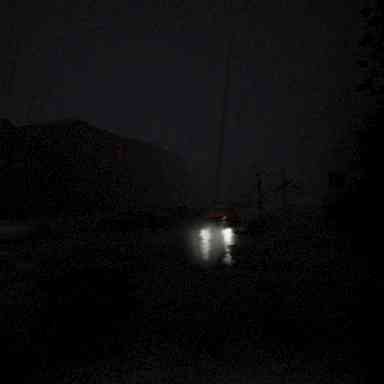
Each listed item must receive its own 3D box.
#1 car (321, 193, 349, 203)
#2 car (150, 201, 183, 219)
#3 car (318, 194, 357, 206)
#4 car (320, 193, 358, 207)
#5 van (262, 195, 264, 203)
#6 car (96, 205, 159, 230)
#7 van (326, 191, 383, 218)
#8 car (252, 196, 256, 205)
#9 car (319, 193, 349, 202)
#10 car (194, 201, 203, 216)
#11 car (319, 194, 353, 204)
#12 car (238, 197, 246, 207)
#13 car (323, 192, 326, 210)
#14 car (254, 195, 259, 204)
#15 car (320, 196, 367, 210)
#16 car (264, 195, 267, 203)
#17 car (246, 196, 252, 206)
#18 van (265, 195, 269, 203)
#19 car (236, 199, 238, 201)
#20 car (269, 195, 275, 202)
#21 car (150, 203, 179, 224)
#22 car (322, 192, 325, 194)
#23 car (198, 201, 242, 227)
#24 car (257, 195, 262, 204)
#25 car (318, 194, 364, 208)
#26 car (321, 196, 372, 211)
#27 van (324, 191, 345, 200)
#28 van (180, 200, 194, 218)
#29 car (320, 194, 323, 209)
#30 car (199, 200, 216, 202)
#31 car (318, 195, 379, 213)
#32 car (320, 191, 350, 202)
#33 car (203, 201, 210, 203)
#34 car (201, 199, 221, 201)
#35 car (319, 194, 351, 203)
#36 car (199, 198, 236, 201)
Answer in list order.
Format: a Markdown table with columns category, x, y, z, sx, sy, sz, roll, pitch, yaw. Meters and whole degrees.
| category | x | y | z | sx | sy | sz | roll | pitch | yaw |
| --- | --- | --- | --- | --- | --- | --- | --- | --- | --- |
| car | 27.851 | 1.098 | 65.019 | 4.553 | 1.767 | 2.185 | -2 | -1 | 3 |
| car | -3.474 | 2.088 | 33.191 | 4.553 | 1.767 | 2.185 | -4 | -2 | -2 |
| car | 22.372 | 1.233 | 51.263 | 5.008 | 1.535 | 2.097 | -2 | -1 | 1 |
| car | 21.351 | 1.106 | 48.490 | 4.553 | 1.767 | 2.185 | -2 | -1 | 1 |
| van | 13.874 | 2.017 | 78.326 | 4.442 | 1.987 | 1.878 | -4 | -2 | 3 |
| car | -5.442 | 2.234 | 27.534 | 4.792 | 1.488 | 2.163 | -4 | -1 | -3 |
| van | 13.372 | 0.971 | 26.132 | 4.442 | 1.987 | 1.878 | -2 | -1 | -2 |
| car | 10.267 | 2.262 | 69.984 | 4.892 | 1.521 | 2.231 | -4 | -1 | 2 |
| car | 30.004 | 1.217 | 70.492 | 5.366 | 1.575 | 1.946 | -2 | -1 | 3 |
| car | -1.520 | 2.232 | 38.918 | 4.892 | 1.521 | 2.231 | -4 | -2 | -1 |
| car | 24.569 | 1.260 | 56.781 | 4.792 | 1.488 | 2.163 | -2 | -1 | 2 |
| car | 6.850 | 2.265 | 61.586 | 5.008 | 1.535 | 2.097 | -4 | -1 | 1 |
| car | 14.379 | 1.076 | 28.952 | 4.553 | 1.767 | 2.185 | -2 | -1 | -1 |
| car | 11.410 | 2.259 | 72.778 | 5.008 | 1.535 | 2.097 | -4 | -2 | 3 |
| car | 18.264 | 1.265 | 40.153 | 4.674 | 1.452 | 2.002 | -2 | -1 | 0 |
| car | 14.931 | 2.276 | 81.090 | 4.792 | 1.488 | 2.163 | -4 | -1 | 3 |
| car | 9.120 | 2.137 | 67.191 | 4.553 | 1.767 | 2.185 | -4 | -1 | 2 |
| van | 16.250 | 2.006 | 83.863 | 4.442 | 1.987 | 1.878 | -4 | -2 | 3 |
| car | 4.649 | 2.263 | 55.963 | 5.008 | 1.535 | 2.097 | -4 | -2 | 1 |
| car | 18.486 | 1.978 | 89.384 | 5.566 | 2.045 | 2.435 | -4 | -1 | 3 |
| car | -4.183 | 2.185 | 30.323 | 5.366 | 1.575 | 1.946 | -4 | -2 | -2 |
| car | 19.233 | 1.104 | 42.942 | 4.553 | 1.767 | 2.185 | -2 | -1 | 0 |
| car | 2.287 | 1.758 | 25.568 | 1.882 | 1.535 | 5.008 | -3 | -1 | 17 |
| car | 12.406 | 2.264 | 75.554 | 5.366 | 1.575 | 1.946 | -4 | -1 | 3 |
| car | 20.474 | 1.221 | 45.720 | 5.366 | 1.575 | 1.946 | -2 | -1 | 1 |
| car | 17.279 | 1.261 | 37.360 | 4.674 | 1.452 | 2.002 | -2 | -1 | 0 |
| van | 35.931 | 0.960 | 84.162 | 4.442 | 1.987 | 1.878 | -2 | -1 | 3 |
| van | -2.382 | 1.989 | 36.066 | 4.442 | 1.987 | 1.878 | -4 | -2 | -2 |
| car | 15.541 | 1.198 | 31.763 | 5.366 | 1.575 | 1.946 | -2 | -1 | -1 |
| car | 0.476 | 2.285 | 44.621 | 4.674 | 1.452 | 2.002 | -4 | -2 | -1 |
| car | 16.126 | 1.219 | 34.554 | 5.366 | 1.575 | 1.946 | -2 | -1 | -1 |
| car | 31.372 | 0.954 | 73.227 | 5.566 | 2.045 | 2.435 | -2 | -1 | 3 |
| car | -0.522 | 2.278 | 41.766 | 4.674 | 1.452 | 2.002 | -4 | -1 | -1 |
| car | 2.535 | 2.295 | 50.297 | 4.674 | 1.452 | 2.002 | -4 | -1 | 0 |
| car | 26.746 | 1.227 | 62.277 | 5.008 | 1.535 | 2.097 | -2 | -1 | 3 |
| car | 3.596 | 2.007 | 53.146 | 5.566 | 2.045 | 2.435 | -4 | -2 | 0 |
